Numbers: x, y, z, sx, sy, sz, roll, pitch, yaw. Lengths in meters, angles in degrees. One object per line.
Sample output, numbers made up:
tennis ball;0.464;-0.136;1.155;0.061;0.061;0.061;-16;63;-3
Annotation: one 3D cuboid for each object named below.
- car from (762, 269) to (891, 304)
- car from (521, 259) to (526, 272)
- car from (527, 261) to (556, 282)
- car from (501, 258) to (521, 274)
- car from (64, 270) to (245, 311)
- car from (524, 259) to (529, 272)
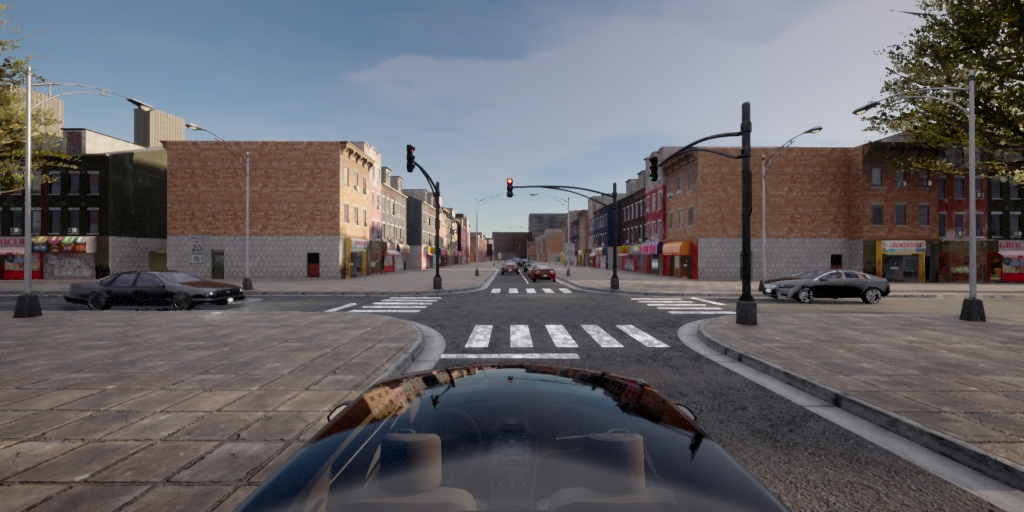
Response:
car;14.267;1.333;16.444;4.902;1.511;2.128;0;0;1
car;2.297;1.366;45.690;1.948;1.339;4.313;0;0;0
car;2.430;1.312;28.653;1.888;1.381;4.507;0;0;0
car;-0.207;1.315;41.394;1.812;1.442;4.674;0;0;0
car;-13.228;1.254;13.450;5.357;1.411;2.033;0;0;0
car;2.384;1.301;34.502;1.751;1.417;4.829;0;0;0
